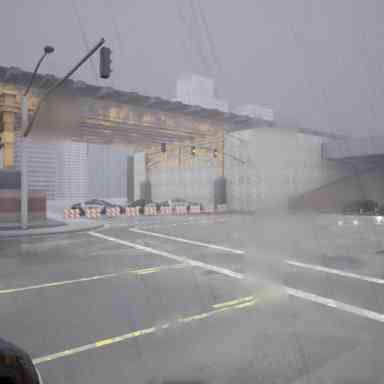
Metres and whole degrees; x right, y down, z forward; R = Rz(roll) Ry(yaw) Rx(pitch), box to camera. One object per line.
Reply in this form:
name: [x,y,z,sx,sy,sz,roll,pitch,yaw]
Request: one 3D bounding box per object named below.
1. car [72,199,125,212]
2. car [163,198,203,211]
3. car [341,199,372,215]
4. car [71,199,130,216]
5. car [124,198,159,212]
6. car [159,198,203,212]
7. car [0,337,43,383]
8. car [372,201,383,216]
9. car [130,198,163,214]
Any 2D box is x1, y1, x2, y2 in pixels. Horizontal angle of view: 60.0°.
car: [-9.001,1.295,32.123,4.536,1.218,1.853,0,0,8]
car: [-1.360,1.295,38.571,4.536,1.218,1.853,0,0,-7]
car: [17.480,1.478,34.601,5.008,1.535,1.882,0,0,-37]
car: [-8.949,1.453,32.116,4.974,1.542,2.038,0,0,8]
car: [-5.195,1.295,34.859,1.853,1.218,4.536,0,0,18]
car: [-1.308,1.453,38.578,4.974,1.542,2.038,0,0,-7]
car: [-3.274,1.492,1.436,4.902,1.511,2.128,0,0,-35]
car: [19.839,1.547,32.000,5.357,1.411,2.033,0,0,-37]
car: [-5.210,1.453,34.810,2.038,1.542,4.974,0,0,18]
